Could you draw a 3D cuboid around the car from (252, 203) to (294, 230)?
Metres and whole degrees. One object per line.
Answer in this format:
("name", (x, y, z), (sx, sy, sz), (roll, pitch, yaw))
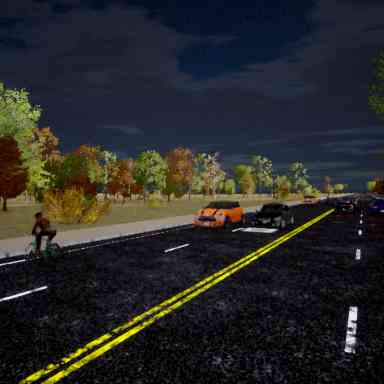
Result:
("car", (5.349, 1.505, 21.582), (1.837, 1.490, 4.892), (0, 0, 27))

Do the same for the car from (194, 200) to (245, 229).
("car", (1.886, 1.354, 21.959), (2.097, 1.767, 4.553), (0, 0, 27))

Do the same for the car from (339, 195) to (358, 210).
("car", (20.641, 1.350, 43.686), (2.097, 1.767, 4.553), (0, 0, 27))

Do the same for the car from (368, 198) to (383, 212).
("car", (22.503, 1.545, 40.314), (2.033, 1.411, 5.357), (0, 0, 28))

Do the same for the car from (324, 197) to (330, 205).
("car", (24.387, 1.542, 58.334), (2.033, 1.411, 5.357), (0, 0, 28))

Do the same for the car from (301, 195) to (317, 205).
("car", (20.386, 1.348, 57.717), (2.097, 1.767, 4.553), (0, 0, 28))

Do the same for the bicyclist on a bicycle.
("bicyclist on a bicycle", (-4.617, 1.456, 10.292), (1.656, 1.620, 0.582), (-2, -1, 27))

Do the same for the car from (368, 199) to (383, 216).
("car", (17.952, 1.525, 31.503), (1.812, 1.442, 4.674), (0, 0, 28))

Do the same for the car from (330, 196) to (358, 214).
("car", (16.011, 1.491, 34.711), (2.128, 1.511, 4.902), (0, 0, 27))
